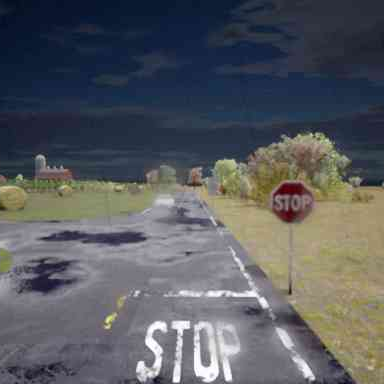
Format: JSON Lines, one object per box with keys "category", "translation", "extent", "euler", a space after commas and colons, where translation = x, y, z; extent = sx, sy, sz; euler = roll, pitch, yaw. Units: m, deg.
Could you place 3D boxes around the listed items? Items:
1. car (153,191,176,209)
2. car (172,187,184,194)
{"category": "car", "translation": [-2.743, 0.970, 33.706], "extent": [1.812, 1.442, 4.674], "euler": [0, 2, 0]}
{"category": "car", "translation": [-2.748, -0.119, 67.008], "extent": [2.150, 2.045, 5.566], "euler": [0, 1, 0]}
